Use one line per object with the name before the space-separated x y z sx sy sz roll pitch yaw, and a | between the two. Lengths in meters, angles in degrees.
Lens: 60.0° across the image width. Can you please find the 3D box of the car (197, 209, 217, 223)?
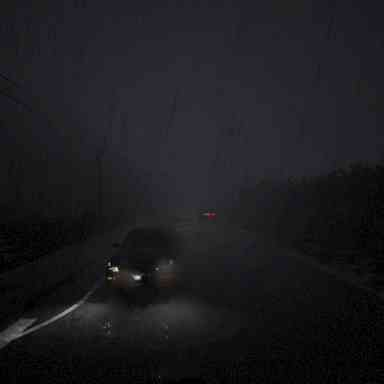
car | 1.636 2.539 36.041 2.128 1.511 4.902 -1 -2 -2

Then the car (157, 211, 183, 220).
car | -1.450 2.136 21.227 1.882 1.535 5.008 -1 -2 -3

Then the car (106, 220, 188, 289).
car | -1.202 1.838 10.218 1.837 1.490 4.892 -1 -2 2

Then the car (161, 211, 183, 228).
car | -1.882 2.544 31.992 1.994 1.385 4.181 -1 -2 -2
